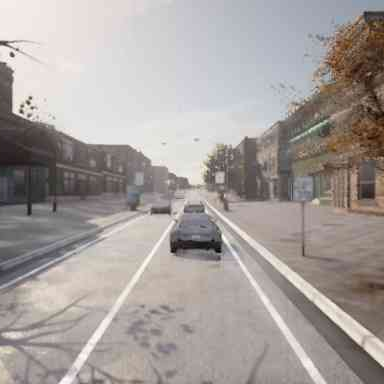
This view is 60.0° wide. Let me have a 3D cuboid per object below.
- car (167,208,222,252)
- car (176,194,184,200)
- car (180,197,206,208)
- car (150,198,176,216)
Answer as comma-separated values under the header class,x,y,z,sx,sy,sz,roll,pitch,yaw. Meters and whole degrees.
class,x,y,z,sx,sy,sz,roll,pitch,yaw
car,0.150,1.559,13.824,1.994,1.385,4.181,0,0,0
car,-2.715,1.115,75.152,2.033,1.411,5.357,0,1,0
car,0.213,1.481,30.161,2.128,1.511,4.902,0,0,0
car,-2.970,1.465,33.102,1.882,1.535,5.008,0,0,0
